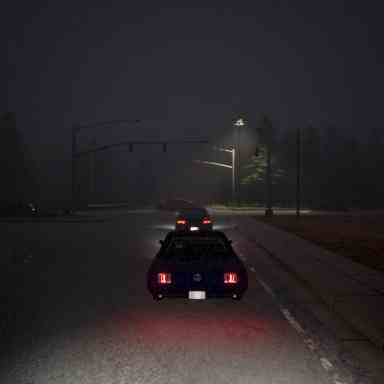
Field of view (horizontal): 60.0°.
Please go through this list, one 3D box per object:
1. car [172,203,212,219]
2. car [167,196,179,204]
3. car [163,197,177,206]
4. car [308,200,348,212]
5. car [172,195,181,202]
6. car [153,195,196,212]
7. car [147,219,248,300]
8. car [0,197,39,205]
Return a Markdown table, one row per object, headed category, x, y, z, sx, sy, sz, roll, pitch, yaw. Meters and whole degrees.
| category | x | y | z | sx | sy | sz | roll | pitch | yaw |
| --- | --- | --- | --- | --- | --- | --- | --- | --- | --- |
| car | 0.100 | 1.512 | 17.354 | 1.812 | 1.442 | 4.674 | 0 | 0 | 0 |
| car | -3.547 | 1.522 | 63.809 | 1.994 | 1.385 | 4.181 | 0 | 0 | 1 |
| car | -3.591 | 1.528 | 54.541 | 1.994 | 1.385 | 4.181 | 0 | 0 | 0 |
| car | 15.563 | 1.559 | 38.076 | 4.181 | 1.385 | 1.994 | 0 | 0 | 1 |
| car | -3.418 | 1.429 | 74.114 | 1.882 | 1.535 | 5.008 | 0 | 0 | 1 |
| car | -1.989 | 1.468 | 38.394 | 5.008 | 1.535 | 1.882 | 0 | 0 | 1 |
| car | 0.099 | 1.596 | 8.299 | 1.895 | 1.301 | 4.718 | 0 | 0 | 0 |
| car | -18.340 | 1.363 | 34.988 | 4.553 | 1.767 | 2.097 | 0 | 0 | 1 |
